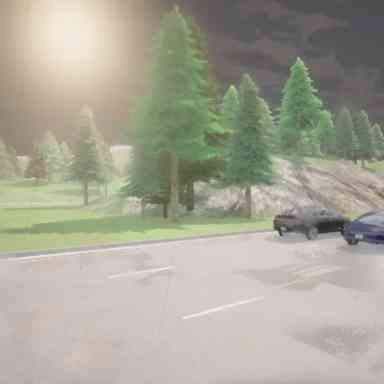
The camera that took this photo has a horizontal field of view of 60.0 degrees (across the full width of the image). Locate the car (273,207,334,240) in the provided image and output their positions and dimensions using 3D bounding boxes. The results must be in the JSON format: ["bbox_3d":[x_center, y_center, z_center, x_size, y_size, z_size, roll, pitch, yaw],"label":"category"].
[{"bbox_3d":[6.236,1.496,16.916,4.902,1.511,2.128,0,0,-35],"label":"car"}]

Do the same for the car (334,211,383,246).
[{"bbox_3d":[8.269,1.534,14.066,4.674,1.442,1.812,0,0,-35],"label":"car"}]
